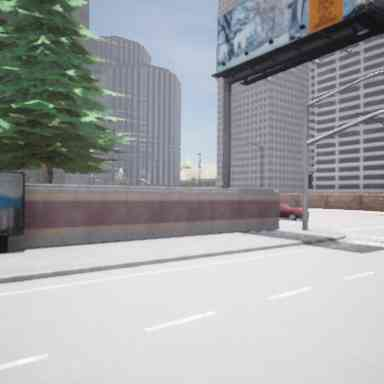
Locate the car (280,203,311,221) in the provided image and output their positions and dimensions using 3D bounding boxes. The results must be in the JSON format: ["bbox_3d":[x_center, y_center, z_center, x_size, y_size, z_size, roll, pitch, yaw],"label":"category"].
[{"bbox_3d":[8.609,1.786,30.986,1.882,1.535,5.008,1,-1,-35],"label":"car"}]
